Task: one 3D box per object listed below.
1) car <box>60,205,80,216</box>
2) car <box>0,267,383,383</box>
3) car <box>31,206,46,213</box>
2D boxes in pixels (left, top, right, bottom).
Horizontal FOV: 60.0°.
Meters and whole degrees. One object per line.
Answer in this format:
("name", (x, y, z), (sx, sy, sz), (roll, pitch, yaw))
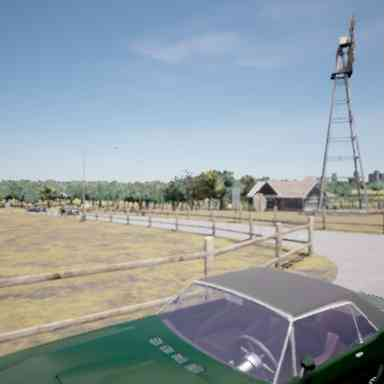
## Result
("car", (-18.442, 2.748, 50.134), (2.128, 1.511, 4.902), (0, -2, -36))
("car", (0.516, 1.594, 3.324), (4.718, 1.301, 1.895), (0, 0, -36))
("car", (-36.640, 4.117, 80.271), (2.097, 1.767, 4.553), (0, -3, -36))
